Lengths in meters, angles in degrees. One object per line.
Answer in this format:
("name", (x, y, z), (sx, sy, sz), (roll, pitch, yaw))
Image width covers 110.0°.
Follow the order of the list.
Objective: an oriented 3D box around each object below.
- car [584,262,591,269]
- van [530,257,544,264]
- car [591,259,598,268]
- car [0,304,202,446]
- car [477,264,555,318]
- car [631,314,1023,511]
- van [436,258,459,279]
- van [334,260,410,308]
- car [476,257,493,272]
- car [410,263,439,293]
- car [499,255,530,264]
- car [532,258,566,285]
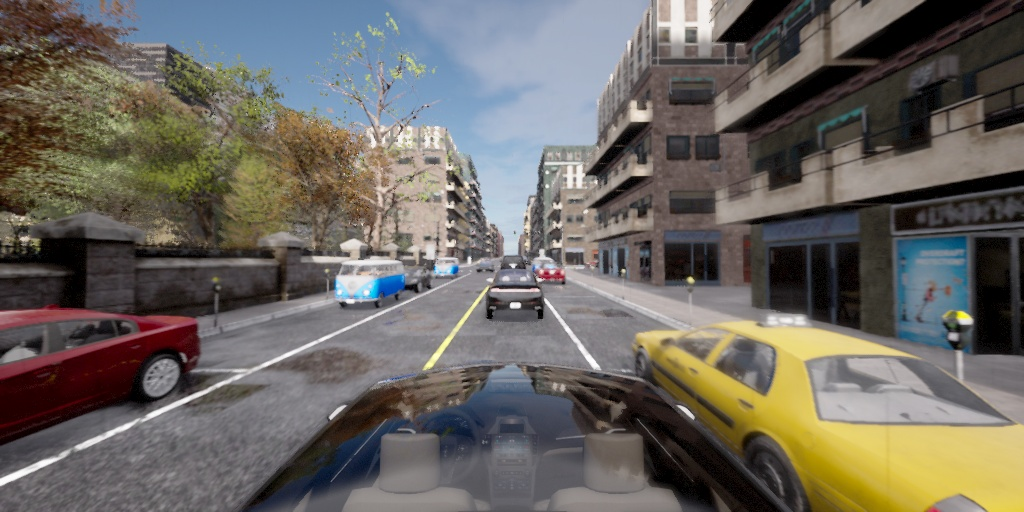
("car", (13.633, 1.214, 57.409), (4.097, 1.591, 1.967), (0, 0, 1))
("van", (2.656, 1.019, 31.295), (1.690, 1.789, 3.998), (0, 0, 0))
("car", (13.530, 1.212, 49.030), (4.313, 1.339, 1.948), (0, 0, 1))
("car", (-5.689, 1.290, 3.678), (1.888, 1.381, 4.507), (0, 0, 0))
("car", (0.100, 1.214, 12.778), (2.128, 1.511, 4.902), (0, 0, 0))
("car", (2.692, 1.271, 3.848), (1.751, 1.417, 4.829), (0, 0, 0))
("van", (-5.658, 1.019, 31.296), (1.690, 1.789, 3.998), (0, 0, 0))
("van", (-5.699, 1.059, 14.725), (1.690, 1.789, 3.998), (0, 0, 0))
("car", (-3.014, 1.202, 41.362), (2.033, 1.411, 5.357), (0, 0, 0))
("car", (-5.674, 1.271, 20.248), (1.948, 1.339, 4.313), (0, 0, 0))
("car", (0.099, 0.901, 30.710), (2.150, 2.045, 5.566), (0, 0, 0))
("car", (2.659, 1.132, 25.771), (1.967, 1.591, 4.097), (0, 0, 0))
